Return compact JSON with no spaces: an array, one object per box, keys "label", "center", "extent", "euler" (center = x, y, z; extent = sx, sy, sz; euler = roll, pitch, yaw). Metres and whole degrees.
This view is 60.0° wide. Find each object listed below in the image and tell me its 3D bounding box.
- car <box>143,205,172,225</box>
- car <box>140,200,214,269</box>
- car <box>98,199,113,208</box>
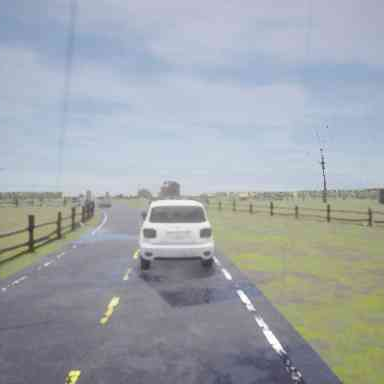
[{"label":"car","center":[-2.905,1.778,27.083],"extent":[1.895,1.301,4.718],"euler":[0,0,-11]},{"label":"car","center":[-0.605,1.295,11.646],"extent":[2.150,2.045,5.566],"euler":[0,0,-5]},{"label":"car","center":[-14.124,1.863,54.087],"extent":[1.837,1.490,4.892],"euler":[0,-1,-21]}]
